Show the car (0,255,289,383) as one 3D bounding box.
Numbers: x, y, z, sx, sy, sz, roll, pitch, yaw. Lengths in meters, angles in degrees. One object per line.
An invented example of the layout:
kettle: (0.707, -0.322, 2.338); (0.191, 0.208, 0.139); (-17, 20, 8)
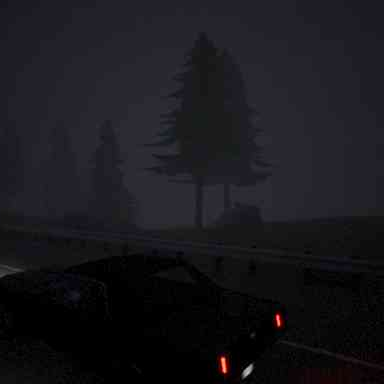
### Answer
car: (-1.182, 1.631, 4.907); (4.718, 1.301, 1.895); (-1, 0, 36)
